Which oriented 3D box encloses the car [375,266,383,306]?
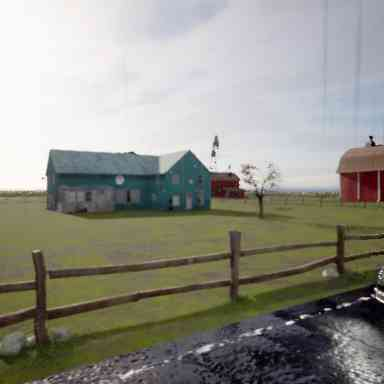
[{"bbox_3d":[5.695,1.521,6.737,4.892,1.490,1.837,0,0,-33],"label":"car"}]
